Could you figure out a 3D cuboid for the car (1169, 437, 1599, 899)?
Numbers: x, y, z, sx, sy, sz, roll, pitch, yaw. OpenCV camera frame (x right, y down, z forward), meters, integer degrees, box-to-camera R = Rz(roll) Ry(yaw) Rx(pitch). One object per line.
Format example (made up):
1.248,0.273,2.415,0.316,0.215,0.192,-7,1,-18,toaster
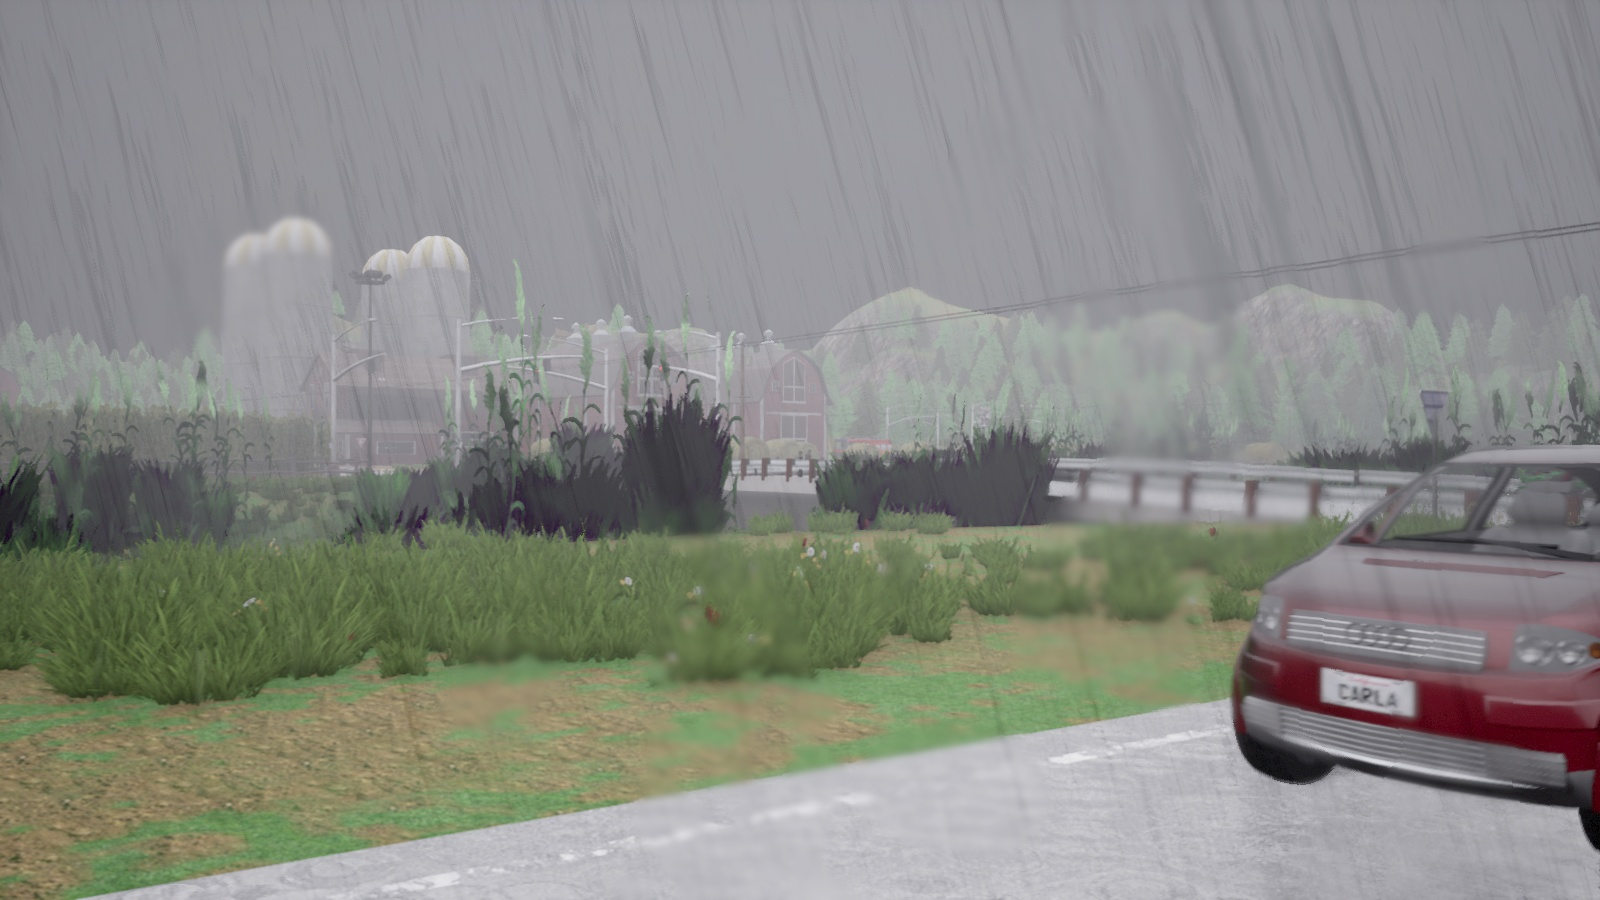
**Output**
3.654,0.740,5.833,3.705,1.549,1.789,0,0,-35,car
